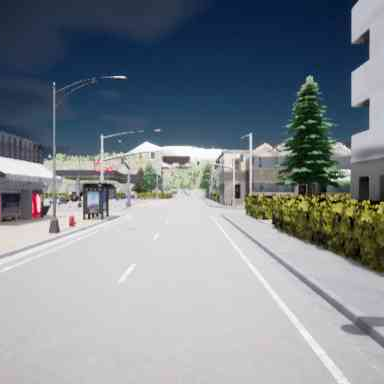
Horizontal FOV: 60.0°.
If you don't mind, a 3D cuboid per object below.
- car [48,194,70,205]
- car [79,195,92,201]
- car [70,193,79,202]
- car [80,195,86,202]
[{"bbox_3d":[-22.566,1.385,55.930,1.970,1.475,3.806,0,0,0],"label":"car"},{"bbox_3d":[-25.952,1.517,81.460,1.970,1.475,3.806,0,0,0],"label":"car"},{"bbox_3d":[-25.891,1.252,72.981,1.932,1.855,4.605,0,0,0],"label":"car"},{"bbox_3d":[-18.922,1.452,62.989,2.007,1.523,4.514,0,0,0],"label":"car"}]
